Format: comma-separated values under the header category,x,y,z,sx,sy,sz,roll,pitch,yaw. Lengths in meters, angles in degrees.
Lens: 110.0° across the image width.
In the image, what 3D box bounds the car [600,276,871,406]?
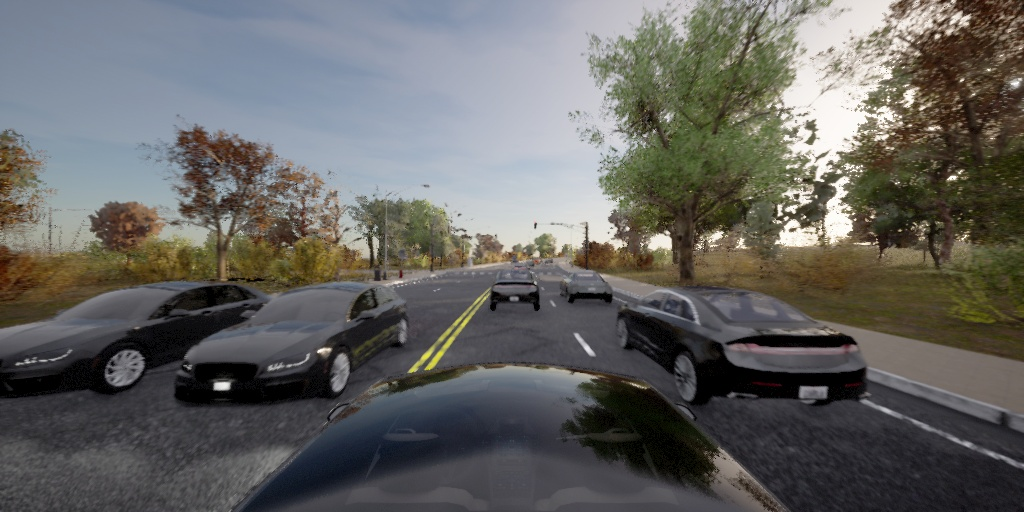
category,x,y,z,sx,sy,sz,roll,pitch,yaw
car,3.260,1.266,6.285,2.128,1.511,4.902,0,0,0

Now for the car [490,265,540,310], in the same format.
category,x,y,z,sx,sy,sz,roll,pitch,yaw
car,0.151,1.296,15.031,2.128,1.511,4.902,0,0,1

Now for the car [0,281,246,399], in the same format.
category,x,y,z,sx,sy,sz,roll,pitch,yaw
car,-6.571,1.268,6.756,1.837,1.490,4.892,0,-1,0

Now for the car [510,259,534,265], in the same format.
category,x,y,z,sx,sy,sz,roll,pitch,yaw
car,0.872,1.372,35.989,2.128,1.511,4.902,0,0,3

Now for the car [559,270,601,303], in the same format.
category,x,y,z,sx,sy,sz,roll,pitch,yaw
car,3.425,1.380,17.208,1.994,1.385,4.181,0,0,1

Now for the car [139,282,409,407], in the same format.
category,x,y,z,sx,sy,sz,roll,pitch,yaw
car,-3.323,1.272,6.565,1.837,1.490,4.892,0,-1,0
